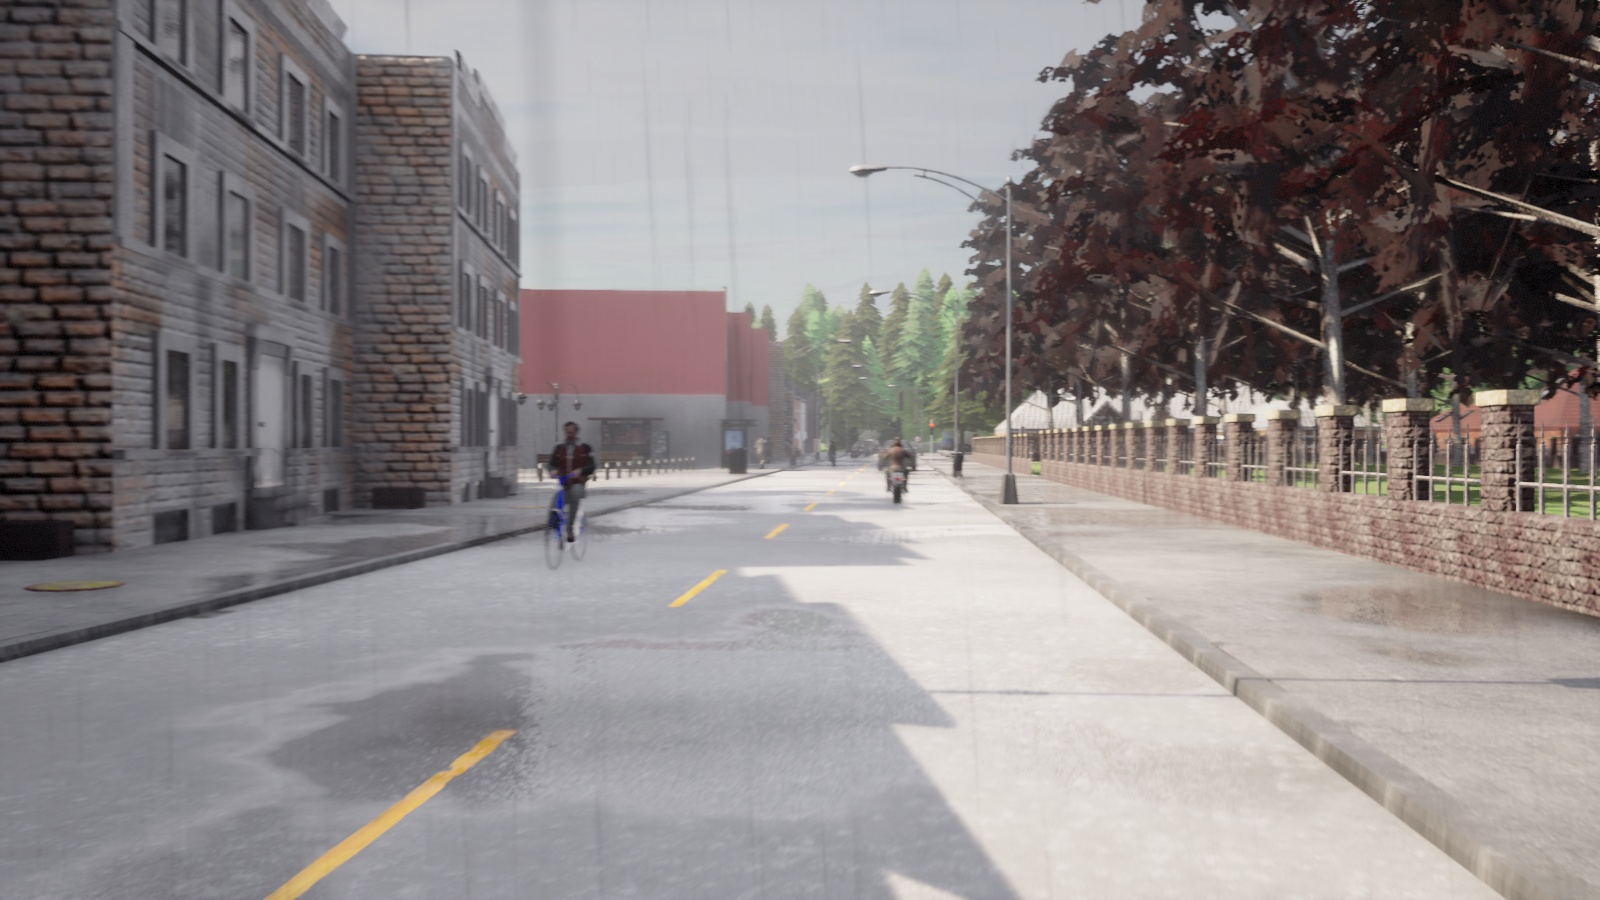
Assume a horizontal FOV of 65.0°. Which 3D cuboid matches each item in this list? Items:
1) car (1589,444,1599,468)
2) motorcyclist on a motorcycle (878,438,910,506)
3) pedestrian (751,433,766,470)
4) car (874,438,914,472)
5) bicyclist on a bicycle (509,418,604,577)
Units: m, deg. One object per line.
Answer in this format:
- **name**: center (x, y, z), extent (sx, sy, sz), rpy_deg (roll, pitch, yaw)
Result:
- **car**: center (51.230, 0.380, 78.374), extent (1.789, 1.549, 3.705), rpy_deg (0, 0, 3)
- **motorcyclist on a motorcycle**: center (2.354, 0.526, 31.606), extent (0.766, 1.649, 2.350), rpy_deg (0, 0, 4)
- **pedestrian**: center (-2.215, 0.083, 66.832), extent (0.659, 1.952, 0.873), rpy_deg (0, 0, 10)
- **car**: center (5.083, 0.237, 68.213), extent (2.097, 1.767, 4.553), rpy_deg (0, 0, 4)
- **bicyclist on a bicycle**: center (-2.877, 0.529, 15.014), extent (0.659, 1.776, 1.843), rpy_deg (0, 0, 4)
